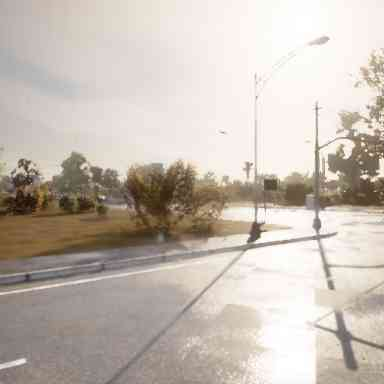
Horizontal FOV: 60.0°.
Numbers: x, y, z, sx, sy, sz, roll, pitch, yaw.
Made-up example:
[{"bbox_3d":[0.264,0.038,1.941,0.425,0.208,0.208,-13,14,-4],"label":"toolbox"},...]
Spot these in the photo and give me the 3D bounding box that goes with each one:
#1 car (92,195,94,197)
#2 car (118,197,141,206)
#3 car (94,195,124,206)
[{"bbox_3d":[-24.816,1.490,84.500,1.895,1.301,4.718,0,0,-37],"label":"car"},{"bbox_3d":[-10.293,1.484,54.338,1.994,1.385,4.181,0,0,-38],"label":"car"},{"bbox_3d":[-13.092,1.424,52.237,2.128,1.511,4.902,0,0,-38],"label":"car"}]
